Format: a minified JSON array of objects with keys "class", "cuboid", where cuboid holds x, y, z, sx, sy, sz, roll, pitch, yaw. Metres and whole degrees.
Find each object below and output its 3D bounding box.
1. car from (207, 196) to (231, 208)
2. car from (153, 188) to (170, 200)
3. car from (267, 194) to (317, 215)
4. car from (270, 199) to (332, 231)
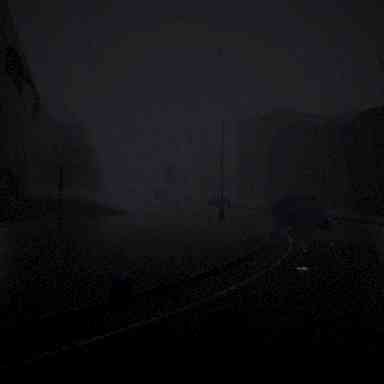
[{"class":"car","cuboid":[3.630,1.318,45.015,2.128,1.511,4.902,1,1,-18]},{"class":"car","cuboid":[-5.694,0.324,61.483,2.150,2.045,5.566,1,3,-18]},{"class":"car","cuboid":[8.810,1.185,29.349,2.150,2.045,5.566,1,0,-18]},{"class":"car","cuboid":[6.663,1.415,20.279,1.882,1.535,5.008,1,0,-4]}]
